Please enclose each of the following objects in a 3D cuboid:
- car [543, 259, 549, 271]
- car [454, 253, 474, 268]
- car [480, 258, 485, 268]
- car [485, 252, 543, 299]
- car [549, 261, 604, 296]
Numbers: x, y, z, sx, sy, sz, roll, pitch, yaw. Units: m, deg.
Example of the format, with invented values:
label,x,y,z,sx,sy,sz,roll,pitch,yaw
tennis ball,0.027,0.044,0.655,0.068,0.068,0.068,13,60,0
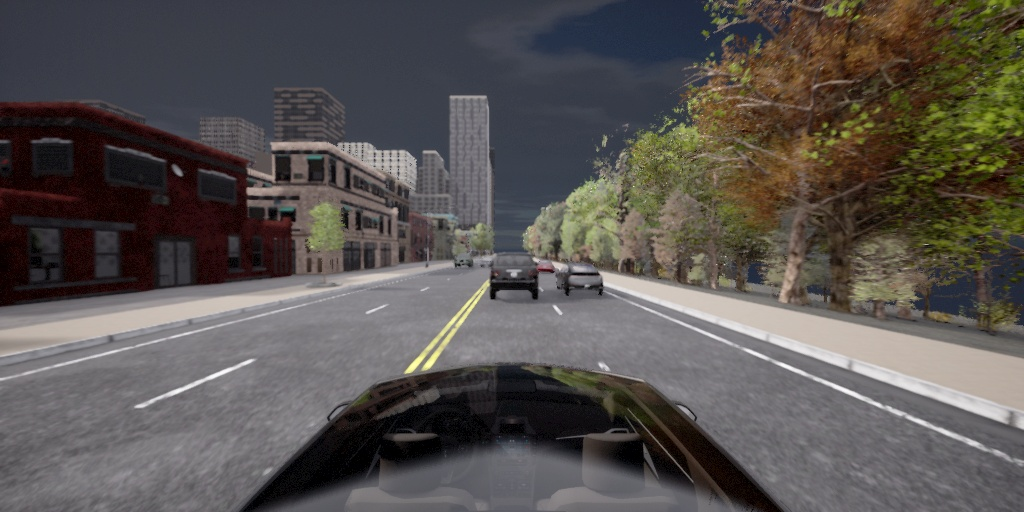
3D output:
label,x,y,z,sx,sy,sz,roll,pitch,yaw
car,3.322,1.037,38.139,1.994,1.385,4.181,0,1,0
car,-6.577,0.600,49.716,2.150,2.045,5.566,0,1,0
car,-3.325,0.907,49.816,1.812,1.442,4.674,0,0,0
car,0.096,0.851,17.338,2.150,2.045,5.566,0,0,0
car,3.344,1.117,18.388,2.128,1.511,4.902,0,1,0
